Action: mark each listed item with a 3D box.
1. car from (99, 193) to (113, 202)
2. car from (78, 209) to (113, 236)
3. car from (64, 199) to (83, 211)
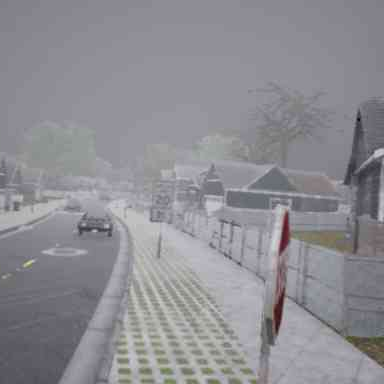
[{"bbox_3d":[-21.281,1.213,81.317,2.150,2.045,5.566,4,0,-9],"label":"car"},{"bbox_3d":[-5.912,1.908,20.751,1.895,1.301,4.718,5,-1,-13],"label":"car"},{"bbox_3d":[-15.102,1.637,42.295,1.837,1.490,4.892,5,-1,-17],"label":"car"}]
